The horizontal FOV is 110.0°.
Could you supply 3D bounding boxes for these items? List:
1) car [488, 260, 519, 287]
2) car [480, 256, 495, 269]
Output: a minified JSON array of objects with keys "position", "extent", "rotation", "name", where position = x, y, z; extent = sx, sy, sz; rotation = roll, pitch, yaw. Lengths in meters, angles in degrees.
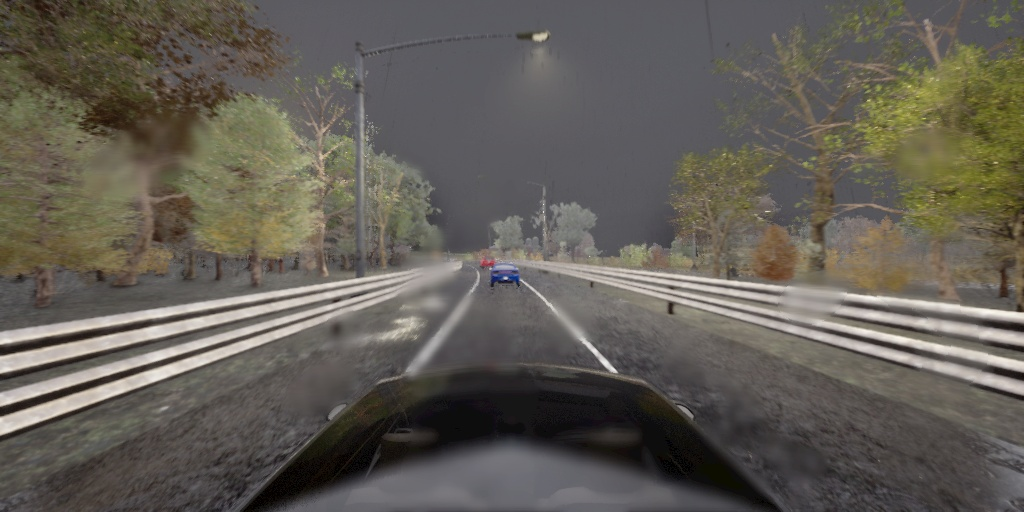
[{"position":[-0.574,1.232,25.051],"extent":[1.882,1.535,5.008],"rotation":[0,0,-4],"name":"car"},{"position":[-3.835,0.956,56.273],"extent":[2.150,2.045,5.566],"rotation":[0,0,-9],"name":"car"}]
